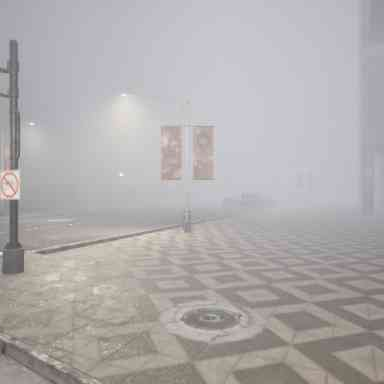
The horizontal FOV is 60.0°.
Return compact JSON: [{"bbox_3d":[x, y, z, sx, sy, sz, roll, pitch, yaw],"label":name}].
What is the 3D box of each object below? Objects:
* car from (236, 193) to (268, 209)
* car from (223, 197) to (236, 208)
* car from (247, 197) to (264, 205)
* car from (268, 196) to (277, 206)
[{"bbox_3d":[8.297,1.189,45.768,2.150,2.045,5.566,0,0,27],"label":"car"},{"bbox_3d":[6.007,1.473,48.341,1.837,1.490,4.892,0,0,26],"label":"car"},{"bbox_3d":[11.411,1.559,59.401,1.895,1.301,4.718,0,0,26],"label":"car"},{"bbox_3d":[12.817,1.449,55.095,2.128,1.511,4.902,0,0,26],"label":"car"}]
